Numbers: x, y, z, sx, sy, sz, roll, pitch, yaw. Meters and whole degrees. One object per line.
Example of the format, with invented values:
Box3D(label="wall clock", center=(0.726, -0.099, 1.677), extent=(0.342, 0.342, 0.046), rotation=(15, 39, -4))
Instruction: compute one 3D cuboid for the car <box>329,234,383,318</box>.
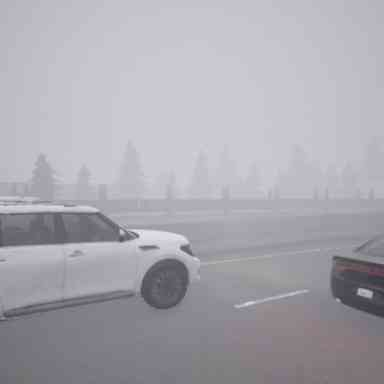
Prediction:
Box3D(label="car", center=(4.916, 1.472, 6.576), extent=(5.008, 1.535, 1.882), rotation=(0, 0, -30))

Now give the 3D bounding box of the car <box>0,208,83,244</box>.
Box3D(label="car", center=(-7.499, 1.512, 15.547), extent=(4.181, 1.385, 1.994), rotation=(0, 0, -33))

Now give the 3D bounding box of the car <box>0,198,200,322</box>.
Box3D(label="car", center=(-2.507, 1.200, 6.120), extent=(5.566, 2.045, 2.150), rotation=(0, 0, -34))

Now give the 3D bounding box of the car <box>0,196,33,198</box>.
Box3D(label="car", center=(-7.874, 1.175, 11.153), extent=(5.566, 2.045, 2.150), rotation=(0, 0, -34))
